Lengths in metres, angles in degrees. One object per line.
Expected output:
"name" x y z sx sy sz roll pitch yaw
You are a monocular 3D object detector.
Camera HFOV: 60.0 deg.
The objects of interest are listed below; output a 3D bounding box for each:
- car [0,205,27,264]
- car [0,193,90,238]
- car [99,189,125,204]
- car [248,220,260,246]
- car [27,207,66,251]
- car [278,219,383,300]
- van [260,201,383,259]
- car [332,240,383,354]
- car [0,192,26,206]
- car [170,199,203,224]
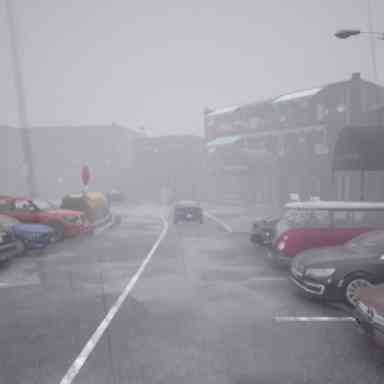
"car" -7.647 1.381 9.544 4.553 1.767 2.185 0 0 0
"car" -7.648 1.203 15.316 5.566 2.045 2.435 0 1 0
"car" -9.866 0.444 38.406 5.008 1.535 1.882 2 3 37
"car" 4.647 1.489 12.786 4.892 1.521 2.231 0 1 0
"car" -7.682 1.493 12.374 5.008 1.535 2.097 0 0 0
"car" 4.658 1.504 7.183 4.892 1.521 2.231 0 0 0
"van" 4.536 1.280 9.977 4.442 1.987 1.878 0 0 0
"car" 4.654 1.534 4.393 4.674 1.452 2.002 0 0 0
"car" -22.469 0.842 39.819 4.181 1.385 1.994 -1 3 14
"car" -0.437 1.236 23.077 1.882 1.535 5.008 0 2 -6
